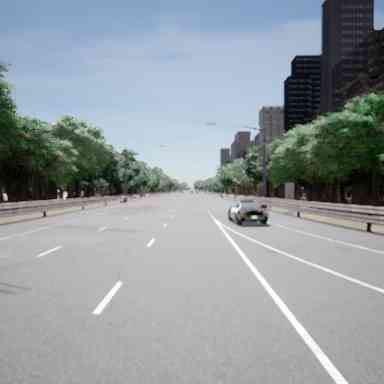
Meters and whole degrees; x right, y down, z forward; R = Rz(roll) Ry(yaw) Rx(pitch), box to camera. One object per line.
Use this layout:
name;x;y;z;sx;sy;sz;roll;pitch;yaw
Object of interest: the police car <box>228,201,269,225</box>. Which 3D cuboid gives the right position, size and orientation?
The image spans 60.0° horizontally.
police car;3.766;1.384;23.184;2.038;1.542;4.974;0;0;-4
